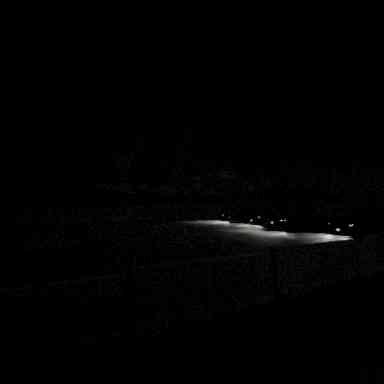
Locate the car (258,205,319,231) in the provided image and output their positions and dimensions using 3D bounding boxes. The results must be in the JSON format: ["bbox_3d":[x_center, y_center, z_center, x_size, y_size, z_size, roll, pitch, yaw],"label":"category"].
[{"bbox_3d":[6.884,1.659,21.795,4.892,1.490,1.837,1,0,-35],"label":"car"}]

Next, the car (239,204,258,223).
[{"bbox_3d":[6.490,1.728,25.817,5.357,1.411,2.033,1,-1,-35],"label":"car"}]

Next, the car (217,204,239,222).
[{"bbox_3d":[4.174,1.740,28.460,4.181,1.385,1.994,1,-1,-35],"label":"car"}]

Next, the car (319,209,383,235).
[{"bbox_3d":[10.211,1.722,19.874,5.357,1.411,2.033,1,-1,-35],"label":"car"}]
